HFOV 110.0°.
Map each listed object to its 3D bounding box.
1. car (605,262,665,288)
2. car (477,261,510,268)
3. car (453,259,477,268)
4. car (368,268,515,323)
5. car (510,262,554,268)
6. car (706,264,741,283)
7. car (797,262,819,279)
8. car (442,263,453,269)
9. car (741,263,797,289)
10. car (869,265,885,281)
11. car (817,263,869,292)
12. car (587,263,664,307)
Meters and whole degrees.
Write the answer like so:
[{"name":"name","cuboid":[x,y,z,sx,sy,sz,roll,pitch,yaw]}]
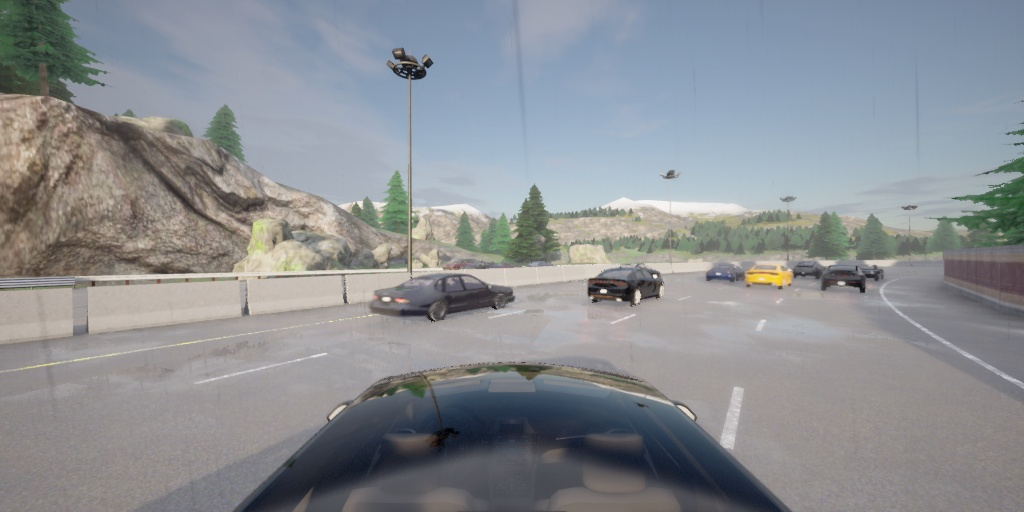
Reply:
[{"name":"car","cuboid":[8.700,1.243,25.045,2.128,1.511,4.902,0,0,43]},{"name":"car","cuboid":[-0.972,1.314,35.463,1.994,1.385,4.181,0,0,44]},{"name":"car","cuboid":[-3.386,1.241,38.012,2.128,1.511,4.902,0,0,45]},{"name":"car","cuboid":[-2.127,1.297,12.359,2.033,1.411,5.357,0,0,37]},{"name":"car","cuboid":[2.330,1.275,33.857,1.812,1.442,4.674,0,0,45]},{"name":"car","cuboid":[17.010,1.313,28.363,4.181,1.385,1.994,0,0,-43]},{"name":"car","cuboid":[26.893,1.242,32.272,4.902,1.511,2.128,0,0,-39]},{"name":"car","cuboid":[-5.716,1.102,40.614,2.097,1.767,4.553,0,0,45]},{"name":"car","cuboid":[16.711,1.228,23.211,5.008,1.535,1.882,0,0,-45]},{"name":"car","cuboid":[29.575,1.351,29.963,4.718,1.301,1.895,0,0,-39]},{"name":"car","cuboid":[19.753,1.254,21.302,4.892,1.490,1.837,0,0,-45]},{"name":"car","cuboid":[5.136,1.227,15.826,1.882,1.535,5.008,0,0,40]}]
